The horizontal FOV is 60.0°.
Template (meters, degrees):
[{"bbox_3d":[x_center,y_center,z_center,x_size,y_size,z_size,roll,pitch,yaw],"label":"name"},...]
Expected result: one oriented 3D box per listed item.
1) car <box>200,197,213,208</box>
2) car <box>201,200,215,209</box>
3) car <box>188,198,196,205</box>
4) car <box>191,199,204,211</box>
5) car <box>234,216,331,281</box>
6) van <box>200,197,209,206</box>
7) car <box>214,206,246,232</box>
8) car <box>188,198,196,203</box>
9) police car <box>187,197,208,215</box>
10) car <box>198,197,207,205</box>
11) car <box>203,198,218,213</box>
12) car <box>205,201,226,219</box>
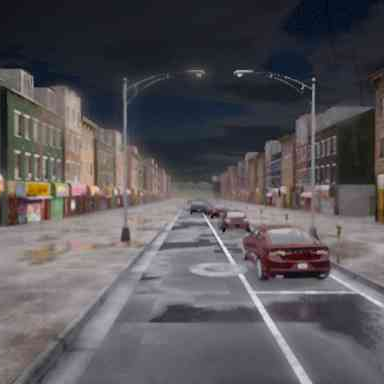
[{"bbox_3d":[2.581,1.865,59.898,2.192,1.841,5.009,-1,-1,0],"label":"car"},{"bbox_3d":[2.590,2.050,54.364,2.008,1.369,4.403,-1,-1,0],"label":"car"},{"bbox_3d":[-0.044,2.116,74.402,1.812,1.442,4.674,0,-1,0],"label":"car"},{"bbox_3d":[0.796,1.907,49.258,1.801,1.575,5.366,0,-1,0],"label":"car"},{"bbox_3d":[2.616,1.639,10.105,1.887,1.381,4.507,-1,-1,0],"label":"car"},{"bbox_3d":[2.575,1.993,70.962,1.690,1.788,3.998,-1,-1,0],"label":"van"},{"bbox_3d":[2.610,1.777,21.170,1.802,1.307,4.206,-1,-1,0],"label":"car"},{"bbox_3d":[-0.053,2.270,89.405,2.033,1.411,5.357,0,-1,0],"label":"car"},{"bbox_3d":[0.720,1.785,39.162,1.930,1.638,5.238,0,-1,-1],"label":"police car"},{"bbox_3d":[2.568,2.069,82.027,2.192,1.841,5.009,-1,-1,0],"label":"car"},{"bbox_3d":[2.597,1.787,37.768,1.967,1.590,4.097,-1,-1,0],"label":"car"},{"bbox_3d":[2.603,1.841,32.234,1.887,1.381,4.507,-1,-1,0],"label":"car"}]
